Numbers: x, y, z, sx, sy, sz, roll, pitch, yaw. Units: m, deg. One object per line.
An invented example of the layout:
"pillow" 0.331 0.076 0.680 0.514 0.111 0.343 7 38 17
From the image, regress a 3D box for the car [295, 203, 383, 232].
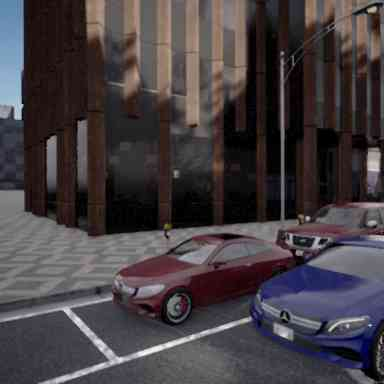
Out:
"car" 4.872 1.275 10.160 5.009 1.841 2.192 0 0 -36

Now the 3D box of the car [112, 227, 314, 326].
"car" 0.441 1.564 6.978 4.206 1.307 1.802 0 0 -36

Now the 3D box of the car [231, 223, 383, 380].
"car" 3.046 1.502 5.571 4.674 1.442 1.812 0 0 -36
